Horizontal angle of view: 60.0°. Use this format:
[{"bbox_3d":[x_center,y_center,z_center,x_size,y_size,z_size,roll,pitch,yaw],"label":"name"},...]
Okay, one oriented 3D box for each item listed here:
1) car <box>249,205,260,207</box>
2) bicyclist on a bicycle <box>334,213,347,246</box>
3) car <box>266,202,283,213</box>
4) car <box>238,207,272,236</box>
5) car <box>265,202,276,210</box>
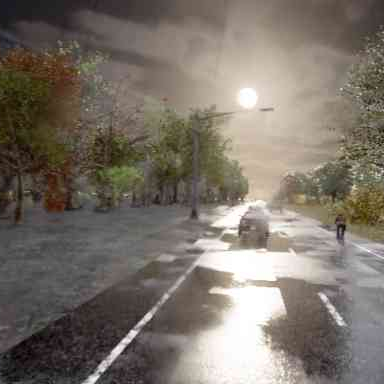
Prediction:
[{"bbox_3d":[7.627,2.311,40.622,2.033,1.411,5.357,1,-1,11],"label":"car"},{"bbox_3d":[7.593,1.898,17.010,0.582,1.620,1.656,1,-1,11],"label":"bicyclist on a bicycle"},{"bbox_3d":[14.173,2.513,56.306,2.097,1.767,4.553,1,-1,11],"label":"car"},{"bbox_3d":[3.946,1.924,21.225,1.812,1.442,4.674,1,-1,11],"label":"car"},{"bbox_3d":[17.033,2.994,71.939,2.033,1.411,5.357,1,-1,11],"label":"car"}]
